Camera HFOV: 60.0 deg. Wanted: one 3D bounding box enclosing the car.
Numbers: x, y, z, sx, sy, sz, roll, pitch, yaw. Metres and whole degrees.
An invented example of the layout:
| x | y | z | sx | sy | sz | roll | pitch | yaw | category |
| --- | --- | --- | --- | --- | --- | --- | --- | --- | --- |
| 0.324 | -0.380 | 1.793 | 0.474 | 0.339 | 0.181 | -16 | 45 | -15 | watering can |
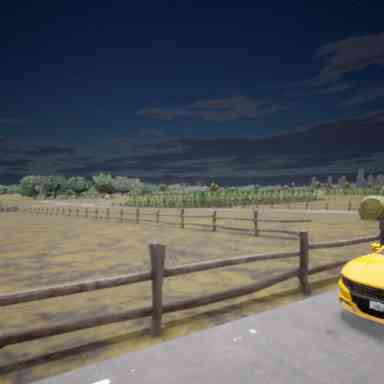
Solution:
| x | y | z | sx | sy | sz | roll | pitch | yaw | category |
| --- | --- | --- | --- | --- | --- | --- | --- | --- | --- |
| 4.872 | 1.461 | 6.469 | 5.008 | 1.535 | 1.882 | 0 | 0 | -35 | car |
